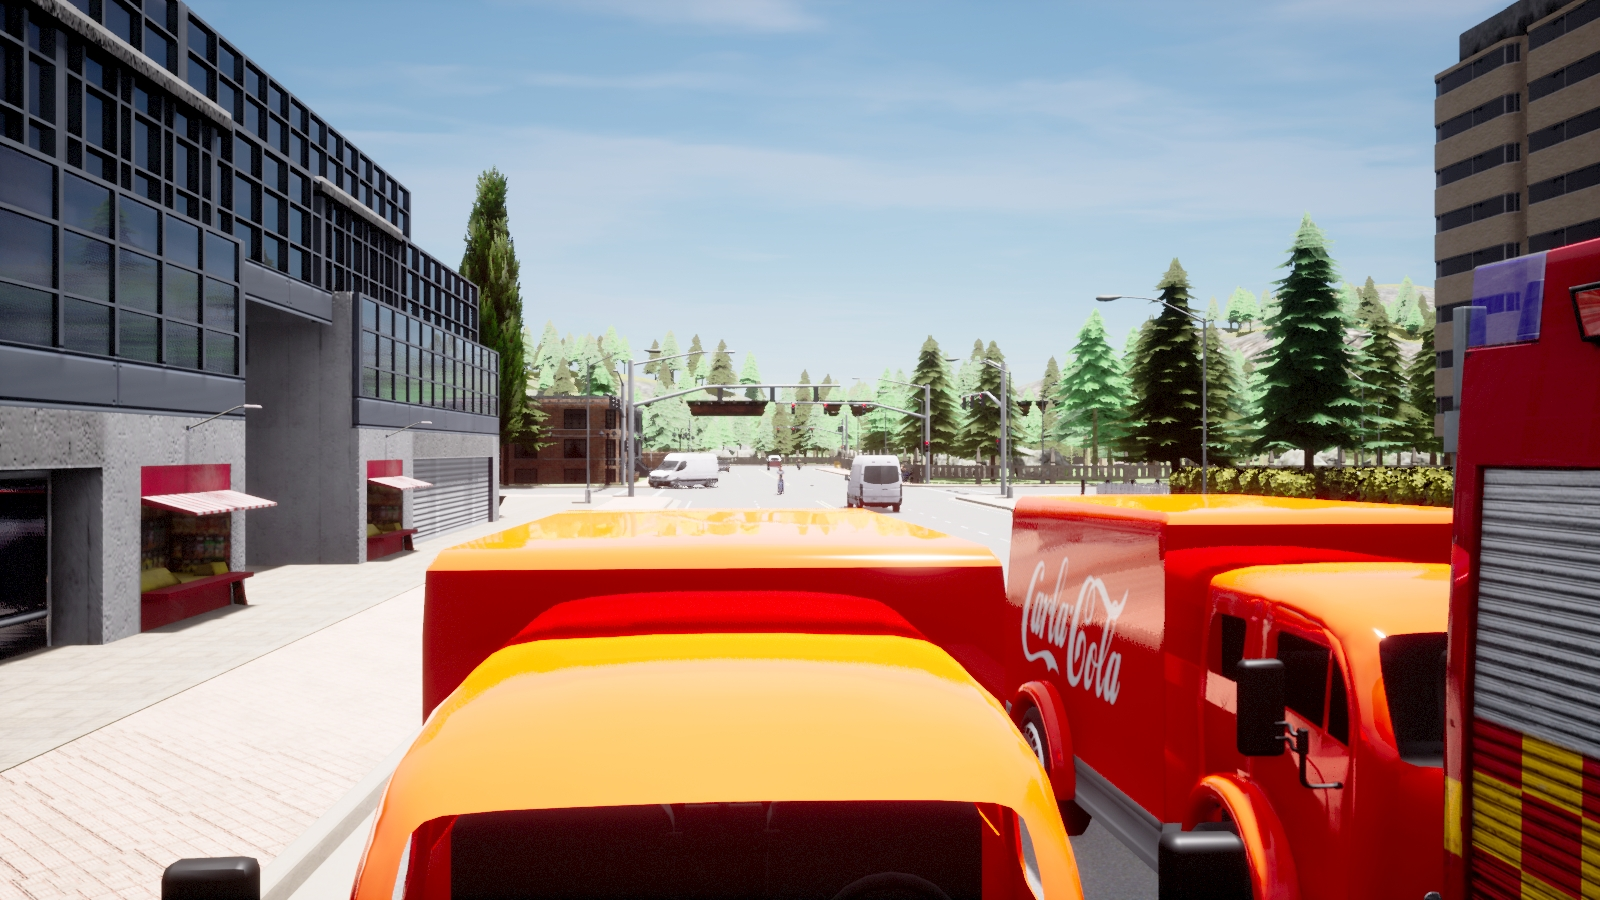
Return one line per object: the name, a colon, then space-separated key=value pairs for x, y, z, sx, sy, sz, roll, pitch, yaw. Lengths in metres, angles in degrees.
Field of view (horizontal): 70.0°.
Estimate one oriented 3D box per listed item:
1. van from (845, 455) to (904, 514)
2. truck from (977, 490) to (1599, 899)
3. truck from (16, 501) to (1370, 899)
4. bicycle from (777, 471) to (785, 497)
van: x=3.411 y=1.534 z=53.444 sx=1.988 sy=2.561 sz=5.915 roll=0 pitch=0 yaw=-4
truck: x=3.003 y=1.570 z=7.233 sx=2.627 sy=2.467 sz=5.204 roll=0 pitch=0 yaw=-4
truck: x=-0.347 y=1.568 z=4.821 sx=2.627 sy=2.467 sz=5.204 roll=0 pitch=0 yaw=-4
bicycle: x=-1.156 y=2.056 z=69.482 sx=0.373 sy=1.496 sz=1.643 roll=0 pitch=0 yaw=-3
